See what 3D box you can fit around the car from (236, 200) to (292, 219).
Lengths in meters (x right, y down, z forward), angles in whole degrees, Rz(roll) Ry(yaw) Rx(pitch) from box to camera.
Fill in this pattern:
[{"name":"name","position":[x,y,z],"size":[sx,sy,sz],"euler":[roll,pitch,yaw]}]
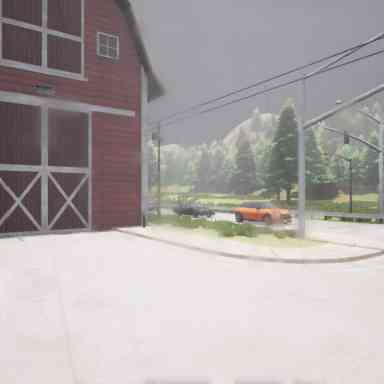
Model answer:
[{"name":"car","position":[5.438,1.526,25.599],"size":[2.097,1.767,4.553],"euler":[0,0,-34]}]

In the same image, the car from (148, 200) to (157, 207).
[{"name":"car","position":[-5.560,1.841,41.674],"size":[1.994,1.385,4.181],"euler":[0,0,-35]}]

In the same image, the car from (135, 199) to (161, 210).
[{"name":"car","position":[-6.605,1.849,49.579],"size":[1.812,1.442,4.674],"euler":[0,0,-34]}]

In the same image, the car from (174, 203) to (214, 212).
[{"name":"car","position":[0.060,1.771,33.457],"size":[2.033,1.411,5.357],"euler":[0,0,-34]}]
